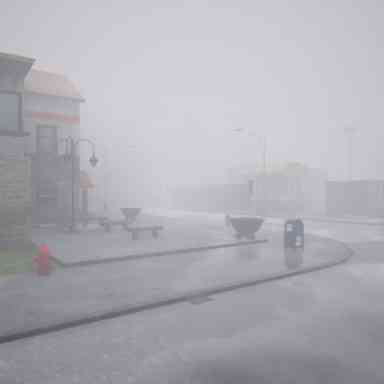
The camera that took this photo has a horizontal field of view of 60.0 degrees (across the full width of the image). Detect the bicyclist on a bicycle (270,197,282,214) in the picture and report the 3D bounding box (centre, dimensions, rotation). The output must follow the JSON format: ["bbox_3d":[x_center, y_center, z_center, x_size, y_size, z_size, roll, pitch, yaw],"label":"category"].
[{"bbox_3d":[8.116,1.349,32.064,1.656,1.620,0.582,0,0,-35],"label":"bicyclist on a bicycle"}]
